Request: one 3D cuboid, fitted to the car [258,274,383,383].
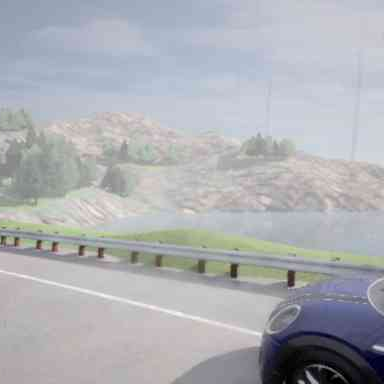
[{"bbox_3d":[2.944,1.343,3.079,4.553,1.767,2.097,0,0,35],"label":"car"}]
